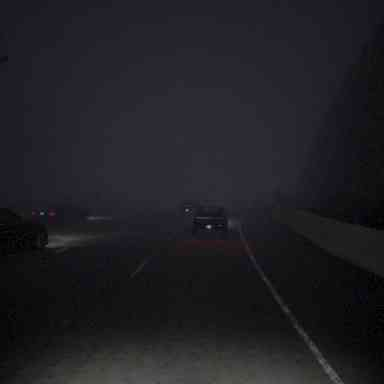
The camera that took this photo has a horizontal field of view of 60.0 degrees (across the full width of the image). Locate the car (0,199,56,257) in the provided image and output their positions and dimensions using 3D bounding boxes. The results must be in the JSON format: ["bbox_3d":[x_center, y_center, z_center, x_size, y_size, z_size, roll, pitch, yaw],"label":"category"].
[{"bbox_3d":[-6.670,1.264,10.921,2.097,1.767,4.553,1,0,4],"label":"car"}]

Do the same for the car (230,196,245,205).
[{"bbox_3d":[8.684,1.460,62.899,2.097,1.767,4.553,1,0,22],"label":"car"}]

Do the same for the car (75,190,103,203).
[{"bbox_3d":[-18.525,0.785,60.138,2.150,2.045,5.566,1,0,18],"label":"car"}]

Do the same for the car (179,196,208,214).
[{"bbox_3d":[0.033,1.502,34.298,1.837,1.490,4.892,0,0,12],"label":"car"}]

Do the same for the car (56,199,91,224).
[{"bbox_3d":[-9.105,1.427,23.481,2.033,1.411,5.357,1,0,9],"label":"car"}]

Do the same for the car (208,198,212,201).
[{"bbox_3d":[2.053,1.548,55.537,1.812,1.442,4.674,0,0,20],"label":"car"}]

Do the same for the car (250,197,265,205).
[{"bbox_3d":[12.356,1.719,62.652,1.994,1.385,4.181,1,0,23],"label":"car"}]

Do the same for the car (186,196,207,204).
[{"bbox_3d":[0.918,1.554,63.056,2.033,1.411,5.357,1,0,22],"label":"car"}]

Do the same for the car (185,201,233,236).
[{"bbox_3d":[1.107,1.504,18.690,2.128,1.511,4.902,1,0,7],"label":"car"}]
